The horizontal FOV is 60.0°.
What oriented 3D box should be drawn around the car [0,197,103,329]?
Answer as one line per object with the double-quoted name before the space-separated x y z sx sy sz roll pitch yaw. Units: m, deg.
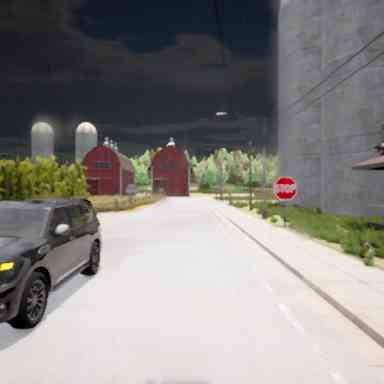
"car" -3.579 1.173 7.200 2.150 2.045 5.566 0 0 0
